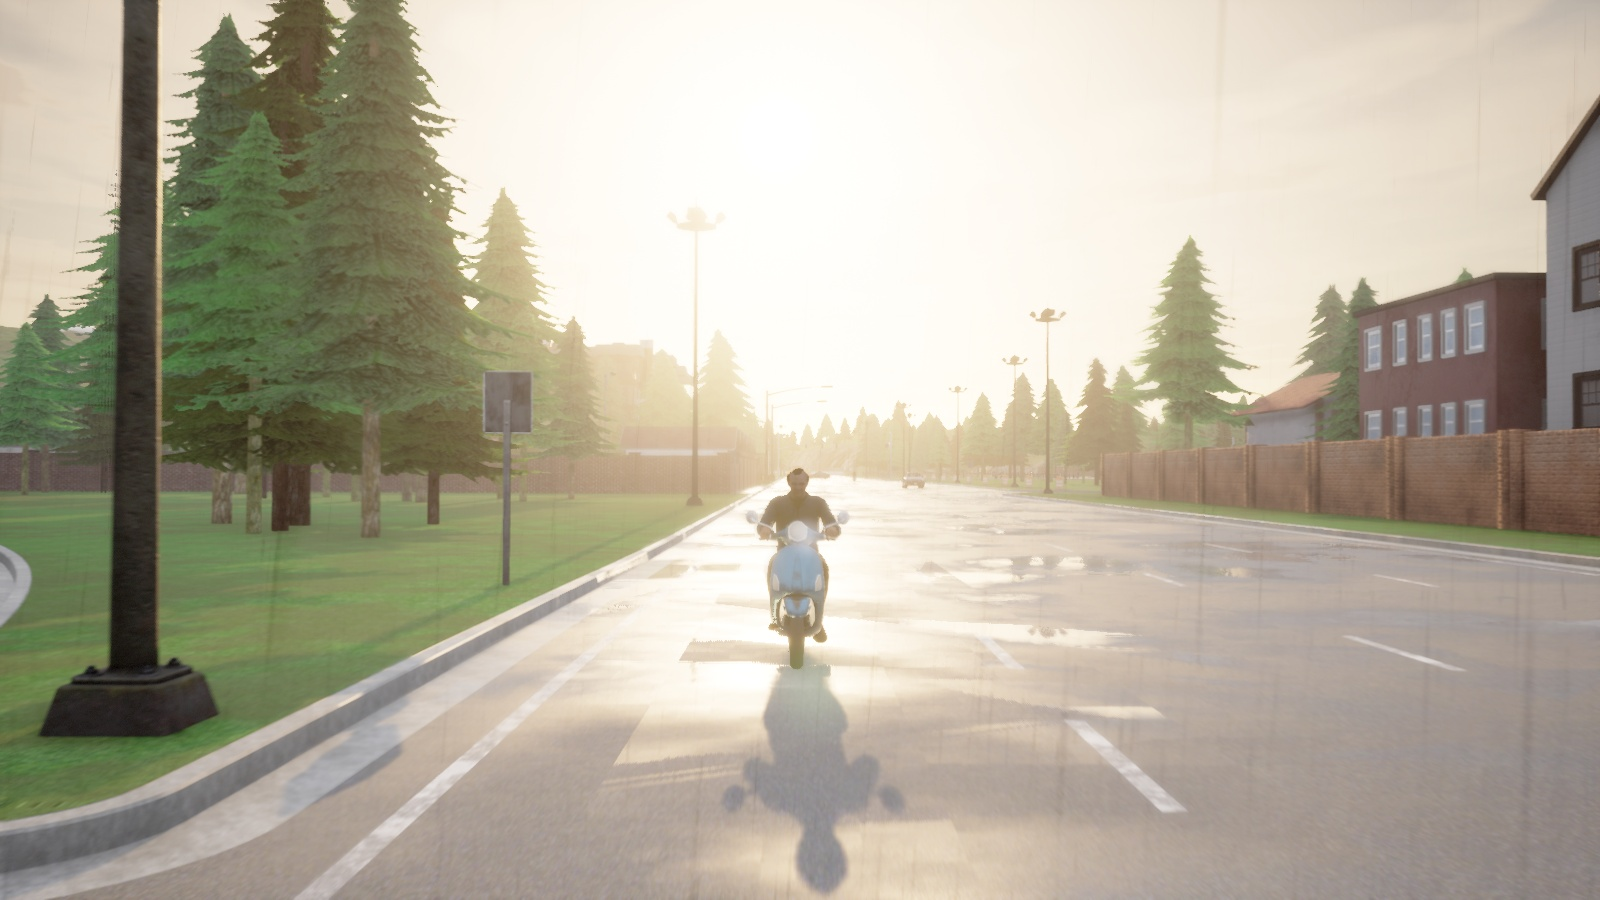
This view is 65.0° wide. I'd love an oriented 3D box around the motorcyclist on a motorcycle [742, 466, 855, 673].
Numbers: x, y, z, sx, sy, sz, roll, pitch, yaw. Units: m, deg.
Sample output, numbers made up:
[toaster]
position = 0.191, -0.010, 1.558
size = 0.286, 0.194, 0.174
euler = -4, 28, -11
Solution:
[motorcyclist on a motorcycle]
position = -0.013, 0.941, 10.591
size = 0.866, 1.590, 1.817
euler = 0, -1, 0
